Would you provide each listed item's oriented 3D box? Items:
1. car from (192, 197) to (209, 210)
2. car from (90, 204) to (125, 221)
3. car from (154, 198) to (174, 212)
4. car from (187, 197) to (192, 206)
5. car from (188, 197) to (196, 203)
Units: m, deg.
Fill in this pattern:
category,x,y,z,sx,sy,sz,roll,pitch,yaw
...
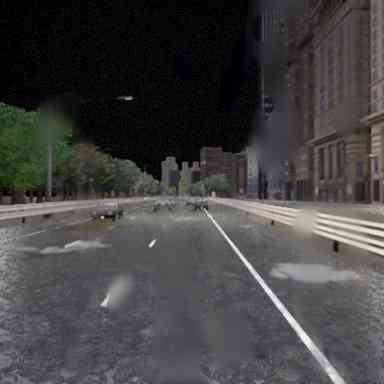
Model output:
category,x,y,z,sx,sy,sz,roll,pitch,yaw
car,1.209,1.650,44.272,1.837,1.490,4.892,0,0,0
car,-6.916,1.676,27.869,1.895,1.301,4.718,0,0,0
car,-3.413,1.475,40.892,2.097,1.767,4.553,0,0,0
car,-0.020,1.882,62.666,1.994,1.385,4.181,0,-1,0
car,-0.027,1.888,79.100,1.994,1.385,4.181,0,-1,0
